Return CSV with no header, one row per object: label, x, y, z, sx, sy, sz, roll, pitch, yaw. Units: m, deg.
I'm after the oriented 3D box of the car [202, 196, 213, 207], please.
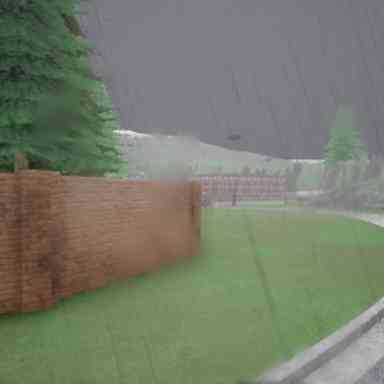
car,0.959,1.545,52.820,4.553,1.767,2.097,0,0,21
